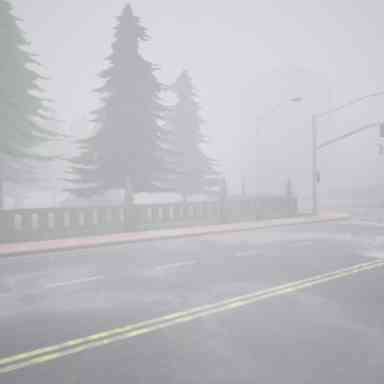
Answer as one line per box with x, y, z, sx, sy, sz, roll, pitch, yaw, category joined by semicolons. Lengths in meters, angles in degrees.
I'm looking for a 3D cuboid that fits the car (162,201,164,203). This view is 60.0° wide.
-3.619;1.086;55.852;1.882;1.535;5.008;-1;1;-35;car
